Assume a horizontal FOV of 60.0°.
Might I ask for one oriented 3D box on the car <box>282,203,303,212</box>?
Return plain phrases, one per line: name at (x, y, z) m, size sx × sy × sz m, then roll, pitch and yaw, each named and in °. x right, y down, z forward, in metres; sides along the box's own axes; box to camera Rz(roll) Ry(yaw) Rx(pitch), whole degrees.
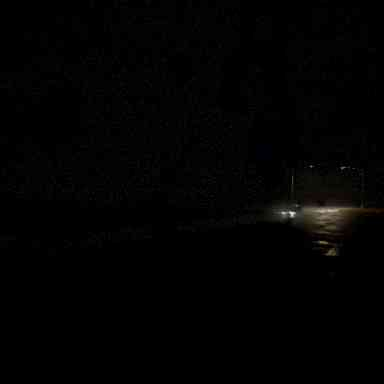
car at (14.908, 2.259, 49.272) m, size 1.994 × 1.385 × 4.181 m, roll -1°, pitch -1°, yaw 36°
